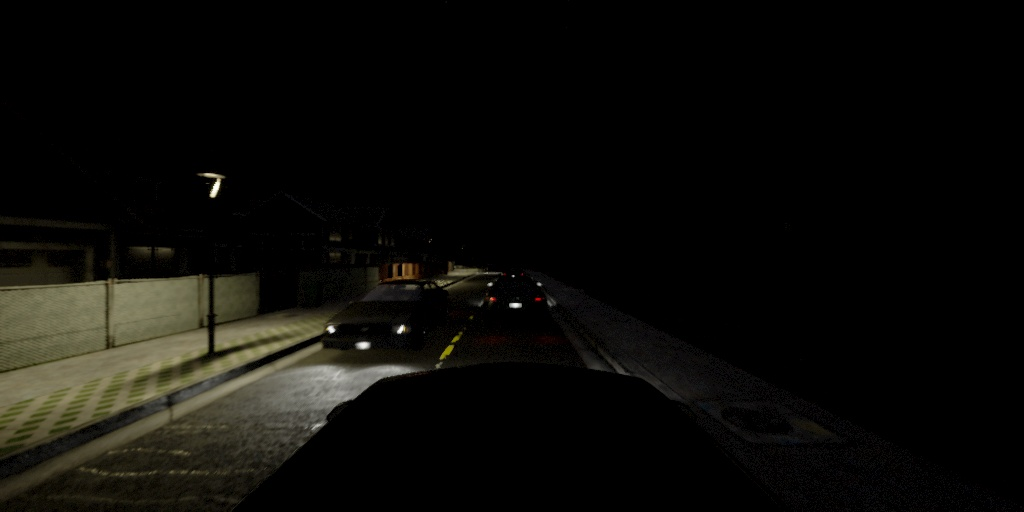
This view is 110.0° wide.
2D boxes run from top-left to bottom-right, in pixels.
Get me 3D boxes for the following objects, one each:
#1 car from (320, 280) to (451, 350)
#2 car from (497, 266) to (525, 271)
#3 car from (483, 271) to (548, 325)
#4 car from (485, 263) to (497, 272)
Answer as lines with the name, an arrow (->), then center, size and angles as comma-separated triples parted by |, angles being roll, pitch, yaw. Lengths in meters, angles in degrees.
car -> -2.852, 1.355, 9.535 | 2.033, 1.411, 5.357 | 0, 0, 0
car -> 0.097, 1.510, 28.626 | 1.994, 1.385, 4.181 | 0, 0, 0
car -> 0.100, 1.391, 12.244 | 1.994, 1.385, 4.181 | 0, 0, 0
car -> -3.097, 1.716, 53.966 | 2.033, 1.411, 5.357 | 0, 0, -4
